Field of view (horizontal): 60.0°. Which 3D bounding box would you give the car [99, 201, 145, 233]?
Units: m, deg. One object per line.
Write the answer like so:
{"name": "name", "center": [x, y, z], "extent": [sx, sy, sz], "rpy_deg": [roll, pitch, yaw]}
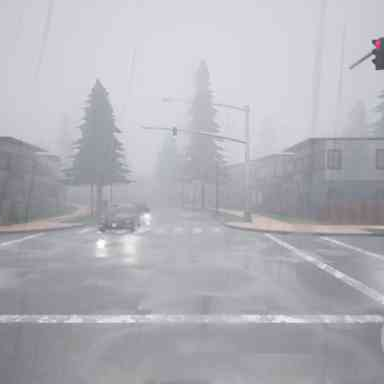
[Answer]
{"name": "car", "center": [-4.116, 1.475, 19.573], "extent": [1.837, 1.490, 4.892], "rpy_deg": [0, 0, -3]}

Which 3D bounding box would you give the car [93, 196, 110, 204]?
{"name": "car", "center": [-16.673, 1.512, 60.498], "extent": [2.033, 1.411, 5.357], "rpy_deg": [0, 0, -35]}

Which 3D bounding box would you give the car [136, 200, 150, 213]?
{"name": "car", "center": [-5.566, 1.566, 35.641], "extent": [1.895, 1.301, 4.718], "rpy_deg": [0, 0, -12]}
